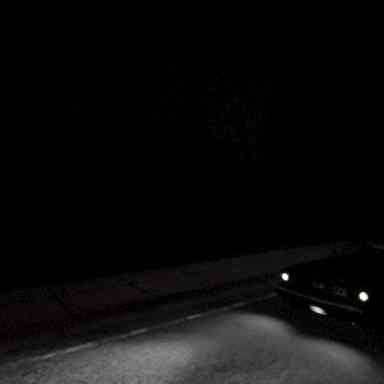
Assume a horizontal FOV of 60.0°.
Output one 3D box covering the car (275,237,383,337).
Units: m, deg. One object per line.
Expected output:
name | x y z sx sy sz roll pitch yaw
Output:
car | 3.875 1.665 6.819 4.718 1.301 1.895 1 0 -36
